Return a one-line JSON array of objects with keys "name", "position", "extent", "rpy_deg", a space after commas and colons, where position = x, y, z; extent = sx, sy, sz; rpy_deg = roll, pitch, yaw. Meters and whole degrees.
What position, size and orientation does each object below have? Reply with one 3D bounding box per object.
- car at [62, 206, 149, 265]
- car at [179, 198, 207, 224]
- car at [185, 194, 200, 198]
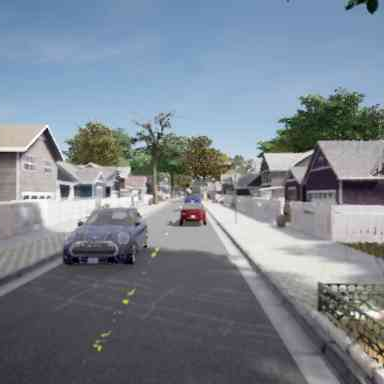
[{"name": "car", "position": [-2.810, 1.365, 11.729], "extent": [2.097, 1.767, 4.553], "rpy_deg": [0, 0, 0]}, {"name": "car", "position": [0.078, 1.512, 24.935], "extent": [1.882, 1.535, 5.008], "rpy_deg": [0, 0, 0]}, {"name": "car", "position": [0.075, 1.293, 42.093], "extent": [2.150, 2.045, 5.566], "rpy_deg": [0, 0, 0]}]
